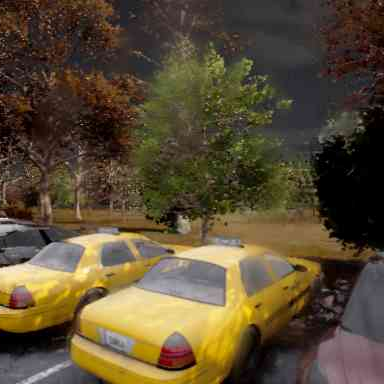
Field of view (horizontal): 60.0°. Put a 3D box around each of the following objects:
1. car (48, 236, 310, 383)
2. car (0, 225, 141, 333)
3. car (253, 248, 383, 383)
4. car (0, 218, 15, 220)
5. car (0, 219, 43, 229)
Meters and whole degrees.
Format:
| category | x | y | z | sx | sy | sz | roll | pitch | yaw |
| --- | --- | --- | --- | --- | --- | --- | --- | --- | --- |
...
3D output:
| category | x | y | z | sx | sy | sz | roll | pitch | yaw |
| --- | --- | --- | --- | --- | --- | --- | --- | --- | --- |
| car | 0.712 | 1.503 | 5.484 | 1.946 | 1.575 | 5.366 | 0 | 0 | 36 |
| car | -1.562 | 1.519 | 7.110 | 1.946 | 1.575 | 5.366 | 0 | 0 | 36 |
| car | 2.748 | 1.510 | 3.765 | 2.163 | 1.488 | 4.792 | -1 | 0 | 36 |
| car | -6.309 | 1.566 | 10.279 | 2.002 | 1.452 | 4.674 | 0 | 0 | 36 |
| car | -3.925 | 1.559 | 8.606 | 2.163 | 1.488 | 4.792 | 0 | 0 | 36 |
